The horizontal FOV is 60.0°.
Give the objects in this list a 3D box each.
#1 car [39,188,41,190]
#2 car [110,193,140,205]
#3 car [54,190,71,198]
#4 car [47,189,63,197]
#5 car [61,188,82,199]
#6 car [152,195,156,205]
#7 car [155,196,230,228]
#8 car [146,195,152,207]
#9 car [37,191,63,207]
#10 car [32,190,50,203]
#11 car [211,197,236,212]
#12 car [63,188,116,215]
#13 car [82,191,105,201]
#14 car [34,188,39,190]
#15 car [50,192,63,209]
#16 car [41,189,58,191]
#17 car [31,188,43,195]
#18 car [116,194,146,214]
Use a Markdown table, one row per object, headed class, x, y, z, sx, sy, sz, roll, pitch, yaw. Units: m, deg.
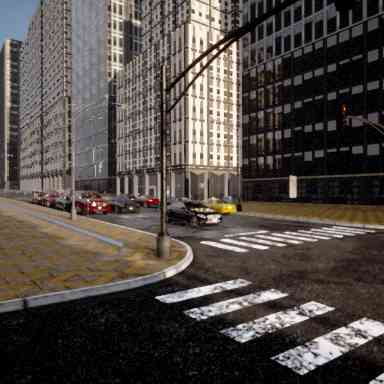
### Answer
| class | x | y | z | sx | sy | sz | roll | pitch | yaw |
| --- | --- | --- | --- | --- | --- | --- | --- | --- | --- |
| car | -31.545 | 0.104 | 72.953 | 1.887 | 1.381 | 4.507 | 1 | 0 | -36 |
| car | -8.323 | 0.855 | 41.201 | 1.947 | 1.339 | 4.313 | 1 | 0 | -36 |
| car | -25.009 | 0.289 | 64.018 | 1.752 | 1.417 | 4.829 | 1 | 0 | -36 |
| car | -28.227 | 0.213 | 68.416 | 2.008 | 1.369 | 4.403 | 1 | 0 | -36 |
| car | -21.587 | 0.186 | 59.343 | 2.192 | 1.841 | 5.009 | 1 | 0 | -36 |
| car | -1.687 | 1.065 | 32.129 | 1.947 | 1.339 | 4.313 | 1 | 0 | -36 |
| car | -0.114 | 1.242 | 20.150 | 1.812 | 1.442 | 4.674 | 0 | 1 | -36 |
| car | -5.005 | 0.976 | 36.665 | 1.802 | 1.307 | 4.206 | 1 | 0 | -36 |
| car | -15.080 | 0.861 | 36.246 | 1.887 | 1.381 | 4.507 | 1 | 0 | -36 |
| car | -18.398 | 0.793 | 40.781 | 1.802 | 1.307 | 4.206 | 1 | 0 | -36 |
| car | 1.599 | 1.127 | 27.785 | 1.752 | 1.417 | 4.829 | 1 | 0 | -36 |
| car | -8.440 | 0.841 | 27.174 | 2.192 | 1.841 | 5.009 | 1 | 0 | -36 |
| car | -14.957 | 0.646 | 50.273 | 1.947 | 1.339 | 4.313 | 1 | 0 | -36 |
| car | -34.860 | -0.105 | 77.488 | 1.967 | 1.590 | 4.097 | 1 | 0 | -36 |
| car | -11.763 | 0.987 | 31.711 | 1.947 | 1.339 | 4.313 | 1 | 0 | -36 |
| car | -25.183 | 0.380 | 59.820 | 2.033 | 1.411 | 5.357 | 0 | 1 | -34 |
| car | -38.177 | -0.208 | 82.024 | 1.967 | 1.590 | 4.097 | 1 | 0 | -36 |
| car | -6.033 | 1.092 | 28.242 | 1.994 | 1.385 | 4.181 | 0 | 1 | -36 |
